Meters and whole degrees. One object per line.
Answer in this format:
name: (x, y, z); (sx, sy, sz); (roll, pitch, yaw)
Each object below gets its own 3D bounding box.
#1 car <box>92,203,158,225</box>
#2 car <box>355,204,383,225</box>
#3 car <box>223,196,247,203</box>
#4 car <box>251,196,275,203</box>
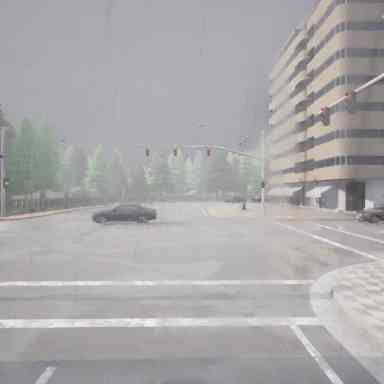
car: (-4.776, 1.554, 23.918); (4.674, 1.442, 1.812); (0, 0, -1)
car: (14.365, 1.581, 24.226); (4.674, 1.442, 1.812); (0, 0, -1)
car: (8.858, 1.547, 68.251); (5.357, 1.411, 2.033); (0, 0, -38)
car: (14.171, 1.526, 67.955); (4.674, 1.442, 1.812); (0, 0, -34)
